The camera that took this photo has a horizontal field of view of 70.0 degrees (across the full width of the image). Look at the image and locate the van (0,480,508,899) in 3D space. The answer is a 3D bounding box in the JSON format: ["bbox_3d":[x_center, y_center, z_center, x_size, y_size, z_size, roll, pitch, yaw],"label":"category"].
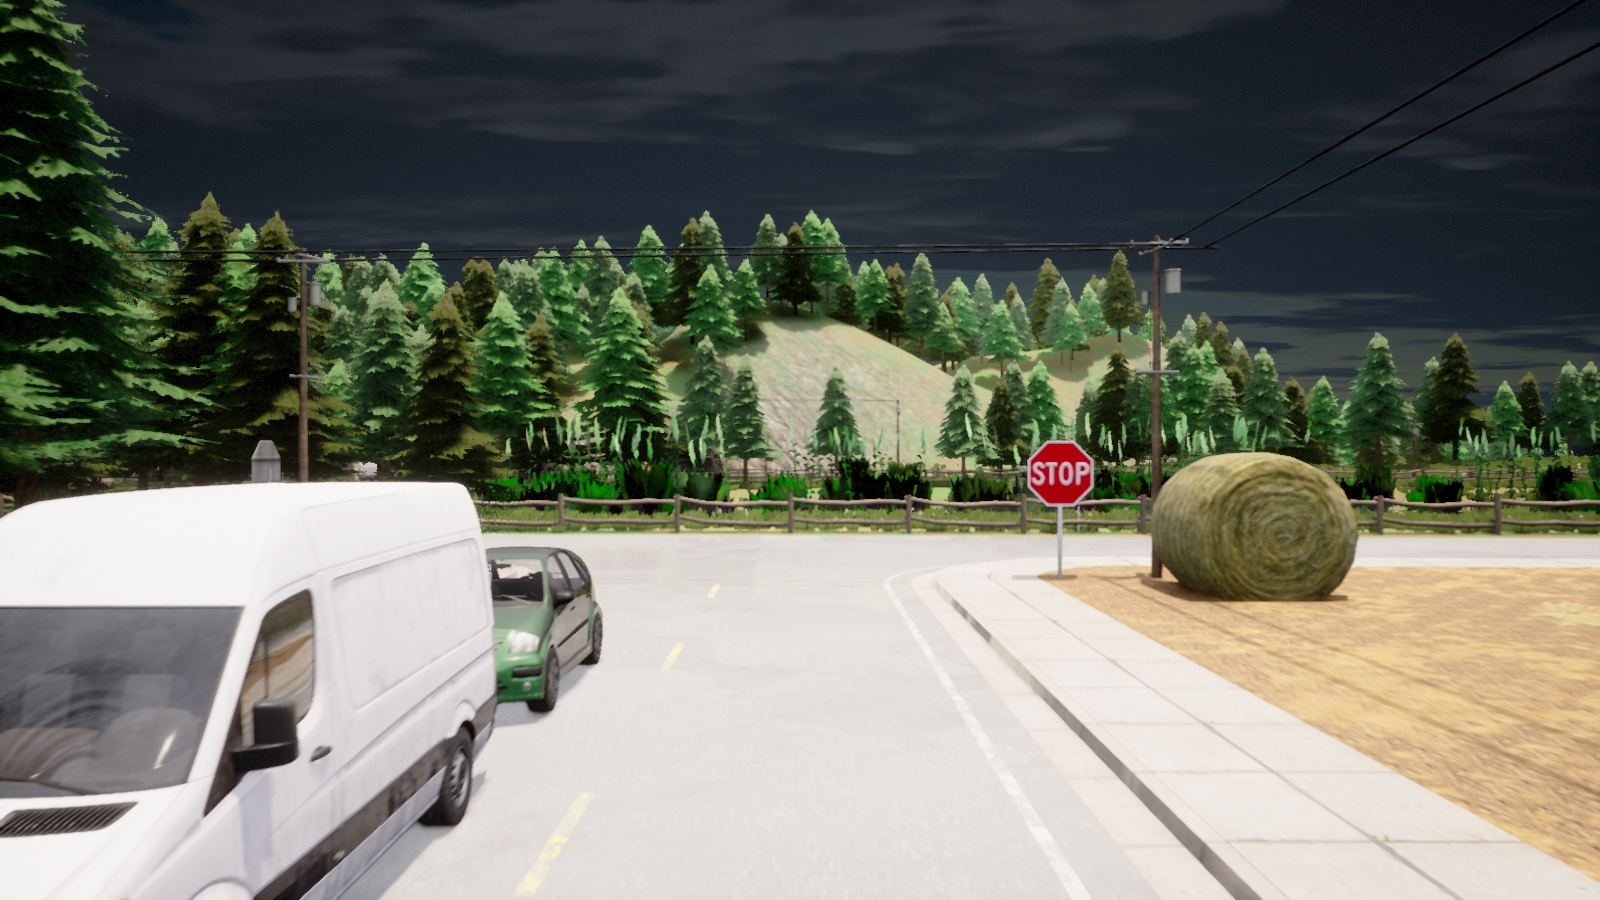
[{"bbox_3d":[-3.502,1.534,6.863,1.988,2.561,5.915,0,0,0],"label":"van"}]

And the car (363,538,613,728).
[{"bbox_3d":[-3.478,1.999,13.532,1.851,1.617,3.988,0,0,0],"label":"car"}]
